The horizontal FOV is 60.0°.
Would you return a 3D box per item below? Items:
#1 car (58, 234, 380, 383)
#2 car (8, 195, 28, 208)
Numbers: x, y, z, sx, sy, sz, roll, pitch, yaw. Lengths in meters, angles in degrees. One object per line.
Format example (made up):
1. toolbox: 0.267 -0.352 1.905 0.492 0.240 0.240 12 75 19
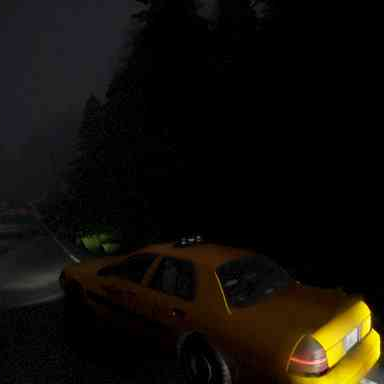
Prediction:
1. car: -0.239 1.417 5.107 5.366 1.575 1.801 1 1 45
2. car: -20.984 1.059 40.159 2.128 1.511 4.902 -2 2 -26
